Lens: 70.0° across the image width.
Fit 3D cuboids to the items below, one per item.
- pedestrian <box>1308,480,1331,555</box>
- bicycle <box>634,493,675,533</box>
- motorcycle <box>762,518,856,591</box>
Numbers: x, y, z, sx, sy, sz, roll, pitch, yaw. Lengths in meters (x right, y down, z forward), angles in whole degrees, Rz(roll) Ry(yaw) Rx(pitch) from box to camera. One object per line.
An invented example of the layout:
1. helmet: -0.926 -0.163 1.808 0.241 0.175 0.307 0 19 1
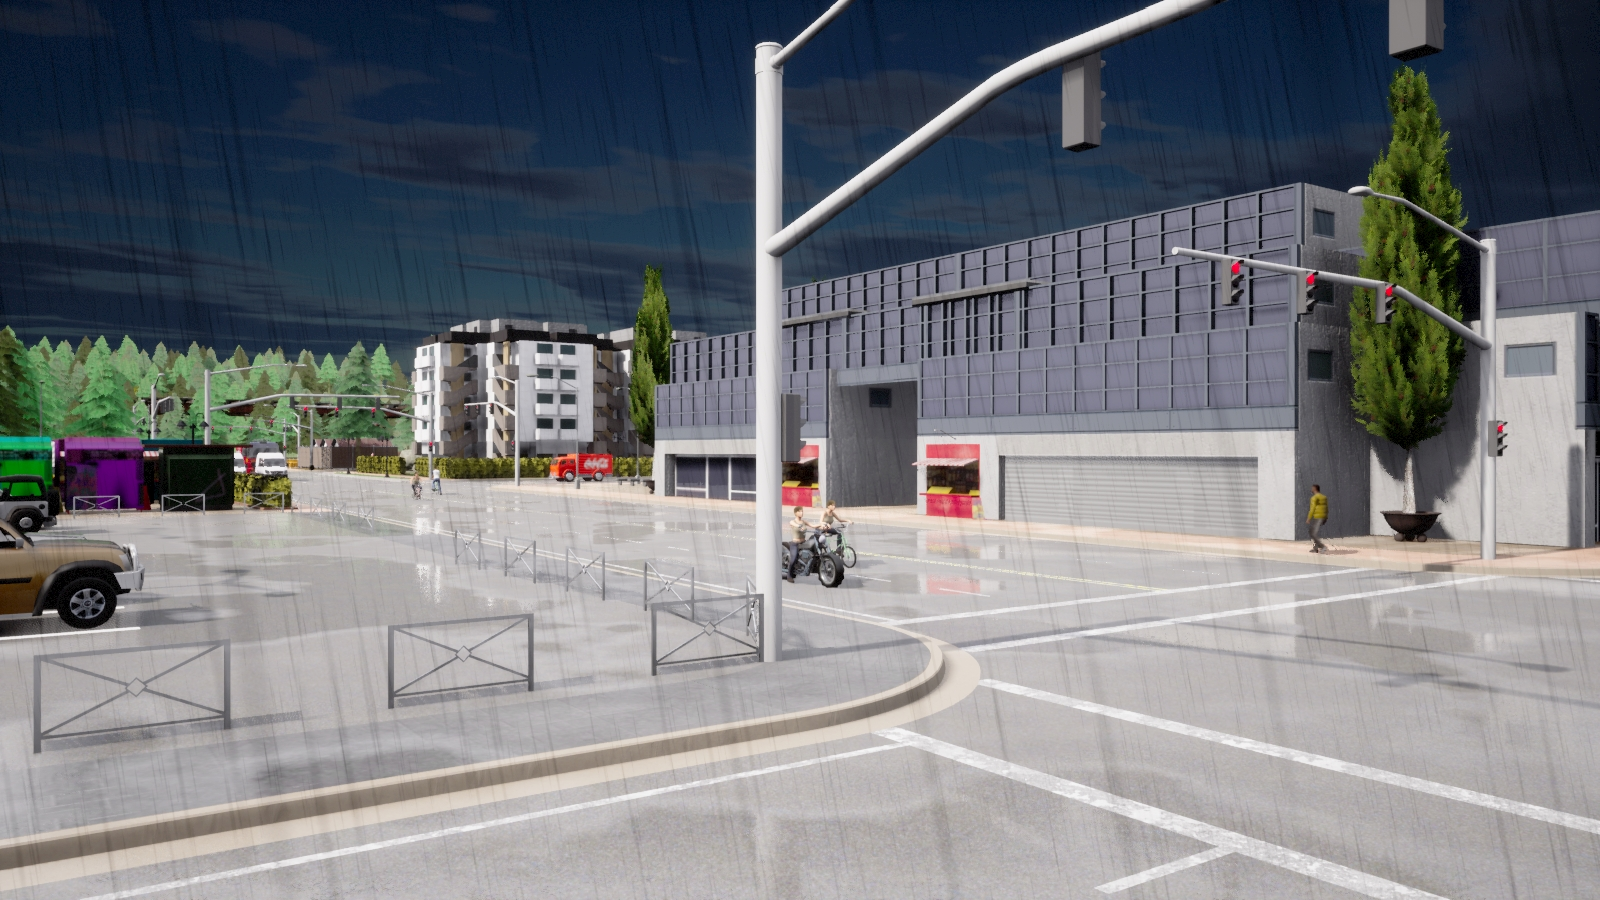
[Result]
1. pedestrian: 13.082 1.696 28.761 0.375 1.860 0.375 0 0 -28
2. bicycle: -5.027 2.158 39.473 0.859 1.276 1.487 0 0 -33
3. motorcycle: 0.165 2.155 23.900 0.764 1.307 2.356 0 0 -34
